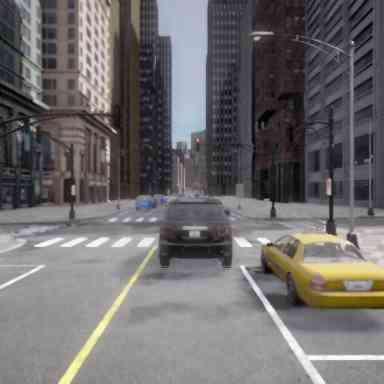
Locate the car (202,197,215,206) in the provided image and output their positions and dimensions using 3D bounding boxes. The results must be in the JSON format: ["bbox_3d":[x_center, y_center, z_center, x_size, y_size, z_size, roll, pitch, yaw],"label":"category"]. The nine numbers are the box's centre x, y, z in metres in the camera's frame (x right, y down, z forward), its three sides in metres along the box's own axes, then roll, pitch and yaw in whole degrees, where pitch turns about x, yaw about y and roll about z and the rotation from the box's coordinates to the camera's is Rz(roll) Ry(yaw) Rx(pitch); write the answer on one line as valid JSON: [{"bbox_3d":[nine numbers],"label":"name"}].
[{"bbox_3d":[2.755,1.541,56.818,1.887,1.381,4.507,0,0,0],"label":"car"}]

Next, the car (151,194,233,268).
[{"bbox_3d":[0.186,1.215,11.485,2.150,2.045,5.566,0,0,2],"label":"car"}]

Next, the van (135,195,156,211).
[{"bbox_3d":[-5.794,1.333,40.258,1.690,1.788,3.998,0,0,0],"label":"van"}]

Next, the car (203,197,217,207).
[{"bbox_3d":[2.758,1.539,51.293,1.887,1.381,4.507,0,0,0],"label":"car"}]

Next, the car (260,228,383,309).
[{"bbox_3d":[2.763,1.522,7.844,1.752,1.417,4.829,0,0,0],"label":"car"}]

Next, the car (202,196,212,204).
[{"bbox_3d":[2.752,1.525,62.513,1.752,1.417,4.829,0,0,0],"label":"car"}]

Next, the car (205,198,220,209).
[{"bbox_3d":[2.761,1.538,45.767,1.887,1.381,4.507,0,0,0],"label":"car"}]

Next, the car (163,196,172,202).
[{"bbox_3d":[-5.799,1.557,78.932,2.008,1.369,4.403,0,0,0],"label":"car"}]

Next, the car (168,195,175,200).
[{"bbox_3d":[-5.802,1.558,95.340,1.752,1.417,4.829,0,0,0],"label":"car"}]

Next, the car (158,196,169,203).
[{"bbox_3d":[-5.798,1.583,67.883,1.802,1.307,4.206,0,0,0],"label":"car"}]

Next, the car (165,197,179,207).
[{"bbox_3d":[-3.094,1.520,51.630,1.812,1.442,4.674,0,0,0],"label":"car"}]

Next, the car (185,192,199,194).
[{"bbox_3d":[-0.025,1.380,75.480,2.128,1.511,4.902,0,0,0],"label":"car"}]
